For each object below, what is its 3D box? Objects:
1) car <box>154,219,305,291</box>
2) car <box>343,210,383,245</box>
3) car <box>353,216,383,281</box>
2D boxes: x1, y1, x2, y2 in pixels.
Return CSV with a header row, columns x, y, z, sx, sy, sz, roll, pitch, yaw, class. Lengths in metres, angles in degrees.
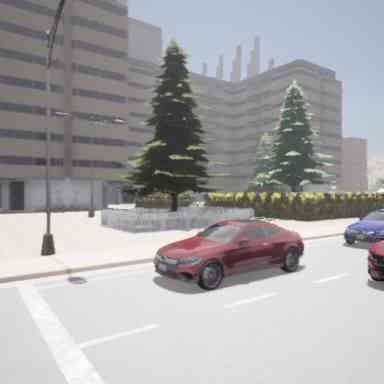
x,y,z,sx,sy,sz,roll,pitch,yaw,class
1.206,1.513,9.150,4.674,1.442,1.812,0,0,-35,car
8.458,1.494,14.318,4.674,1.442,1.812,0,0,-35,car
6.485,1.456,8.614,5.008,1.535,1.882,0,0,-35,car
